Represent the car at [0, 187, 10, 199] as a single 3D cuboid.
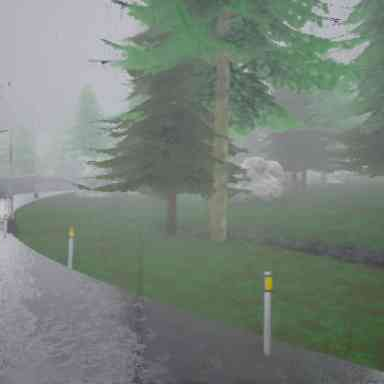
[{"bbox_3d":[-21.692,0.155,36.564,2.128,1.511,4.902,-3,4,-9],"label":"car"}]
